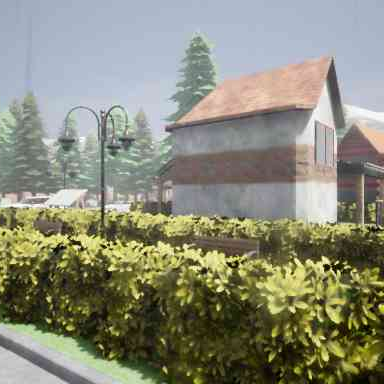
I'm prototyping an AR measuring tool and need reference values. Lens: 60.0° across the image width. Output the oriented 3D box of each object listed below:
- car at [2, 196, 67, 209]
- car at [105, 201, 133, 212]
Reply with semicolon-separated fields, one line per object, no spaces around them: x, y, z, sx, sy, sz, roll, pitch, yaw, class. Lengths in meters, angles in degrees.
-13.725;1.384;29.123;2.150;2.045;5.566;0;0;36;car
-7.989;1.688;37.064;1.812;1.442;4.674;0;0;37;car
